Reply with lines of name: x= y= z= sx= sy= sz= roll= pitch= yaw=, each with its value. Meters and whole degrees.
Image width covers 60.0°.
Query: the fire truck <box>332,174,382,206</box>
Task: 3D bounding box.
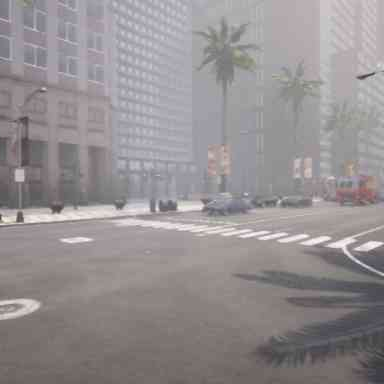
fire truck: x=21.458 y=-0.275 z=42.902 sx=2.891 sy=3.827 sz=8.468 roll=0 pitch=1 yaw=44

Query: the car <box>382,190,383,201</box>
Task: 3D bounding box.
car: x=29.249 y=0.603 z=51.260 sx=2.097 sy=1.767 sz=4.553 roll=0 pitch=1 yaw=43

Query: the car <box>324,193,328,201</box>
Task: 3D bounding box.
car: x=23.371 y=0.603 z=54.617 sx=2.185 sy=1.767 sz=4.553 roll=0 pitch=1 yaw=43

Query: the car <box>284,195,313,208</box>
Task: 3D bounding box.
car: x=12.048 y=1.047 z=38.175 sx=2.033 sy=1.411 sz=5.357 roll=0 pitch=1 yaw=43

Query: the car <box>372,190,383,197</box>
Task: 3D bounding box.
car: x=43.276 y=0.370 z=76.219 sx=2.231 sy=1.521 sz=4.892 roll=0 pitch=1 yaw=43

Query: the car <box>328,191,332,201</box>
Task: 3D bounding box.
car: x=22.244 y=0.844 z=48.949 sx=1.812 sy=1.442 sz=4.674 roll=0 pitch=1 yaw=43

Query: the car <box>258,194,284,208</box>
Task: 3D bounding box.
car: x=8.292 y=1.029 z=38.696 sx=2.161 sy=1.482 sz=4.786 roll=0 pitch=1 yaw=43

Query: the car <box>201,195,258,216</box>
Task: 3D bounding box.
car: x=3.155 y=1.205 z=28.727 sx=2.033 sy=1.411 sz=5.357 roll=0 pitch=1 yaw=43
